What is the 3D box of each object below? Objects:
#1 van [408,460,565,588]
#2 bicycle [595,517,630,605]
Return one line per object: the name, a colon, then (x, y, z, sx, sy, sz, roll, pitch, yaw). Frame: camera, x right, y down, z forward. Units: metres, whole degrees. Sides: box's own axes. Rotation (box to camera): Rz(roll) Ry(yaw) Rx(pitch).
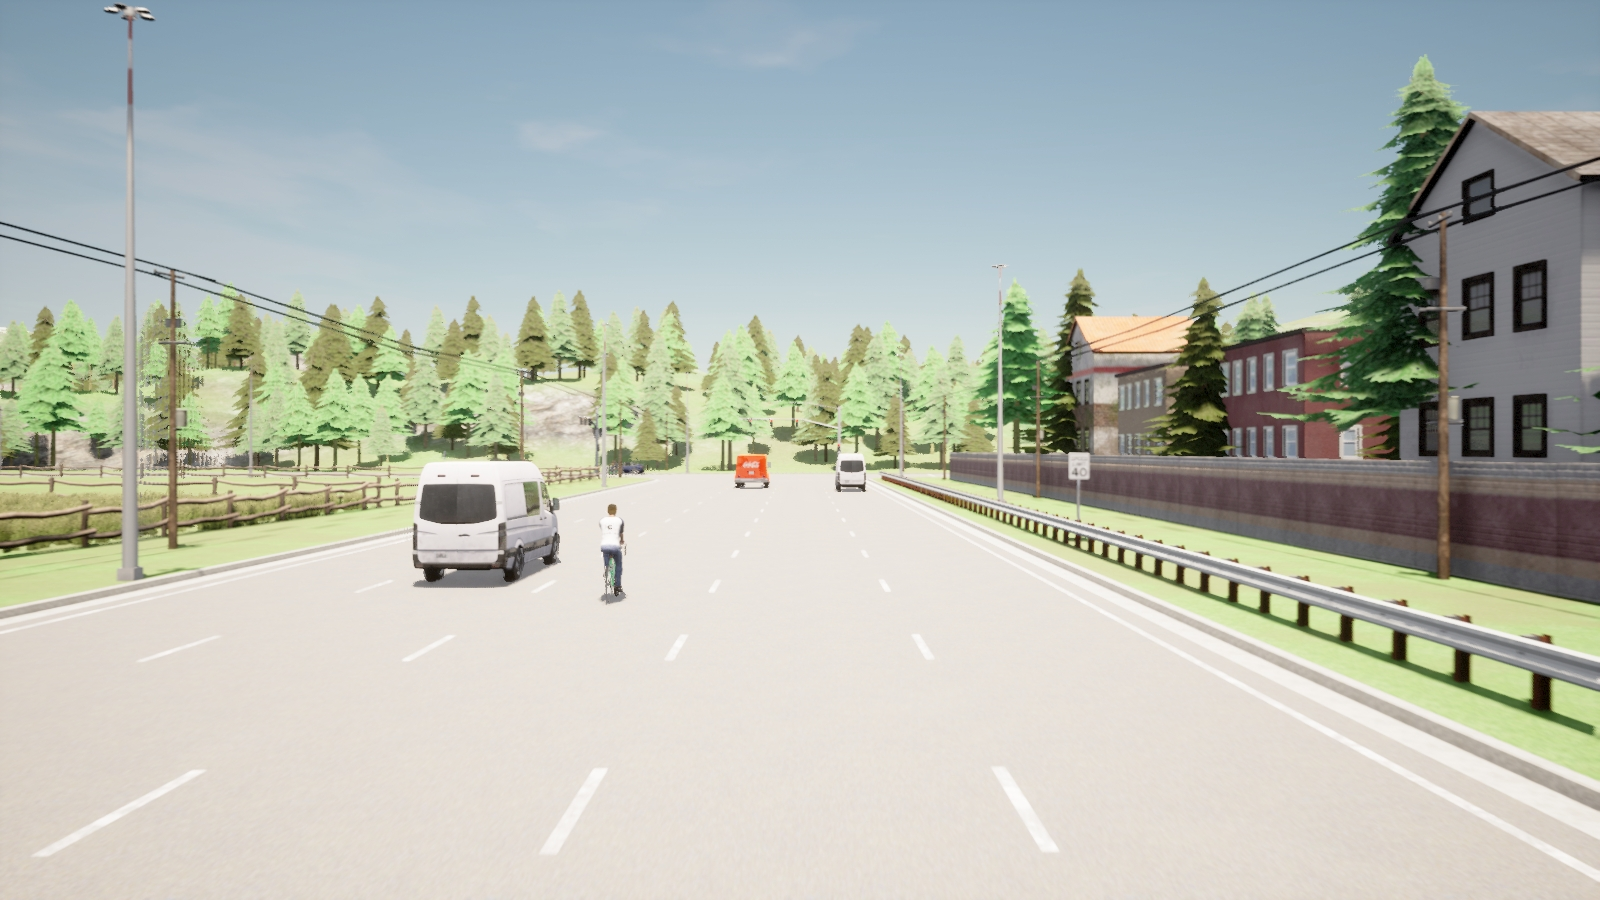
van: (-6.998, 1.534, 26.228, 1.988, 2.561, 5.915, 0, 0, 0)
bicycle: (-3.501, 2.056, 21.399, 0.373, 1.496, 1.643, 0, 0, 0)
